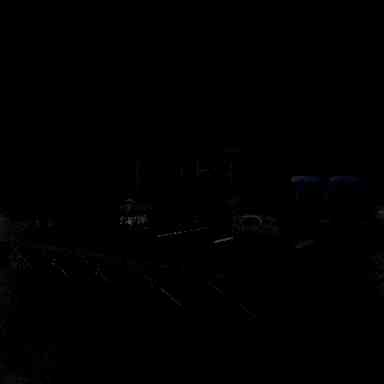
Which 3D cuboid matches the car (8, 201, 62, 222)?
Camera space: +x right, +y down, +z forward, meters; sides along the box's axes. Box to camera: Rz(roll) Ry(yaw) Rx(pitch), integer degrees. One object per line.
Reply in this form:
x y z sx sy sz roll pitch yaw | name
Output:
-11.618 1.387 24.914 1.845 1.501 3.633 0 0 35 | car

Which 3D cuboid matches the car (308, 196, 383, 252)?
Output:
6.038 1.090 12.661 1.905 1.878 3.866 0 0 35 | car

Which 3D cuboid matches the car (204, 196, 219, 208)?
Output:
3.490 1.353 46.116 2.007 1.523 4.514 0 0 35 | car

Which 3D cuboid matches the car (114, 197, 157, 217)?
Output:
-4.883 1.398 29.225 1.970 1.475 3.806 0 0 35 | car

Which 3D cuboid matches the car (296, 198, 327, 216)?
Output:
11.263 1.333 31.211 1.845 1.501 3.633 0 0 35 | car

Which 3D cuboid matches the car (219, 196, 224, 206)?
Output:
6.074 1.344 44.337 2.152 1.636 5.027 0 0 35 | car

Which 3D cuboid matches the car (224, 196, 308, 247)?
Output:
3.433 1.111 14.012 1.932 1.855 4.605 0 0 35 | car
